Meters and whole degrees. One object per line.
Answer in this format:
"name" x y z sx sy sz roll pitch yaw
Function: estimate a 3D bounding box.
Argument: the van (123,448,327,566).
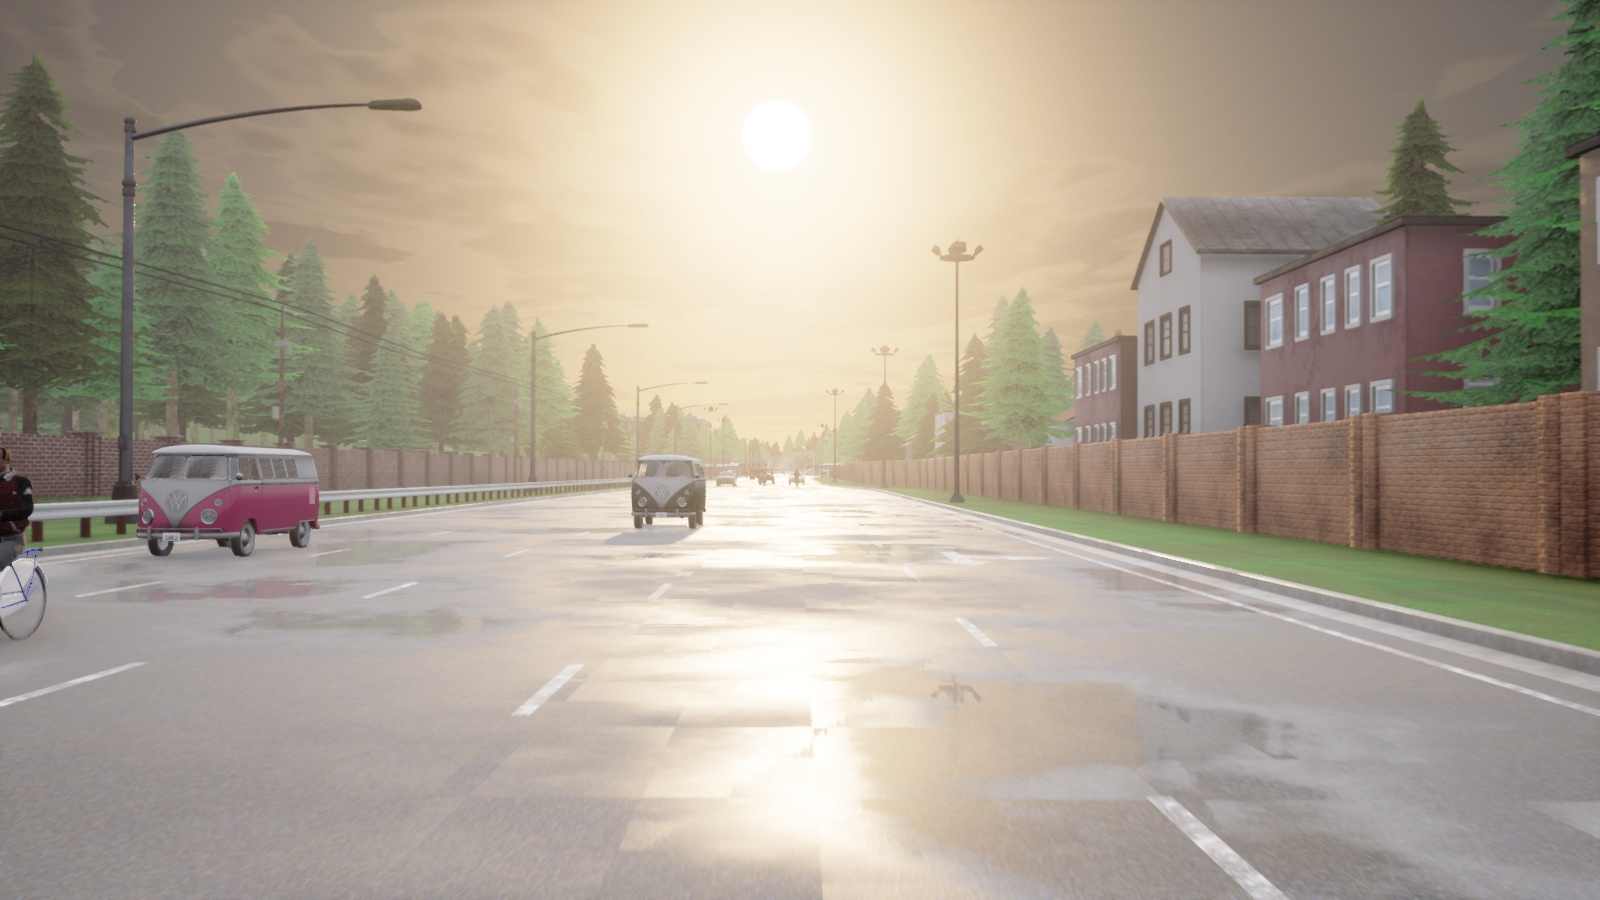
"van" -10.558 1.001 23.444 1.775 1.987 4.442 0 -1 0

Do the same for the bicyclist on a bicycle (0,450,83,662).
"bicyclist on a bicycle" -7.027 0.894 10.795 0.659 1.776 1.843 0 -1 0

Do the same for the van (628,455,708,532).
"van" -3.588 1.163 34.786 1.775 1.987 4.442 0 -1 0
